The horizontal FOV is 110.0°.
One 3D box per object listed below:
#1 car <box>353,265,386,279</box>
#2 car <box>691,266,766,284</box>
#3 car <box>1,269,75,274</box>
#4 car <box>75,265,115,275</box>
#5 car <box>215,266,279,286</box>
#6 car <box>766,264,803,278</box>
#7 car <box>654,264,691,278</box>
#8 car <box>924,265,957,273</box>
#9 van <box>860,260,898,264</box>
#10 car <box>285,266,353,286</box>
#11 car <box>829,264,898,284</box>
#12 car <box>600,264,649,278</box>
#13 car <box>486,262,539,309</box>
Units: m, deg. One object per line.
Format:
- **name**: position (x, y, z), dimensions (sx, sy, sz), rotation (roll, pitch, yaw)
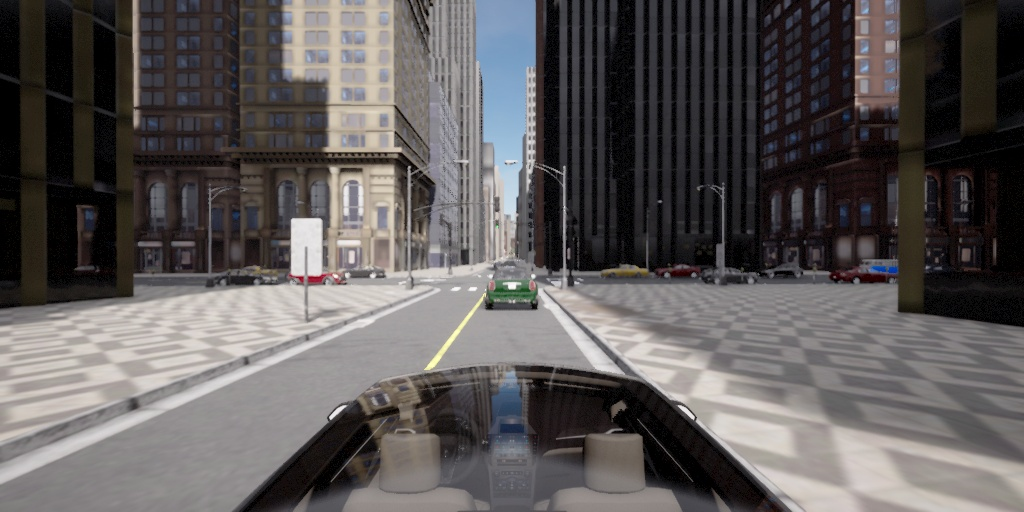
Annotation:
- **car**: position (-15.322, 1.618, 36.996), dimensions (4.403, 1.370, 2.007), rotation (0, 0, 0)
- **car**: position (17.165, 1.575, 28.572), dimensions (4.403, 1.370, 2.007), rotation (0, 0, 0)
- **car**: position (-38.000, 1.801, 28.400), dimensions (4.207, 1.307, 1.802), rotation (0, 0, 0)
- **car**: position (-43.664, 1.647, 36.907), dimensions (4.097, 1.591, 1.967), rotation (0, 0, 0)
- **car**: position (-20.995, 1.686, 28.453), dimensions (4.403, 1.370, 2.007), rotation (0, 0, 0)
- **car**: position (27.667, 1.524, 37.130), dimensions (4.313, 1.339, 1.948), rotation (0, 0, 0)
- **car**: position (17.067, 1.522, 37.097), dimensions (4.507, 1.381, 1.888), rotation (0, 0, 0)
- **car**: position (37.253, 1.503, 31.391), dimensions (4.674, 1.442, 1.812), rotation (0, 0, 0)
- **van**: position (38.268, 1.285, 37.164), dimensions (3.998, 1.789, 1.690), rotation (0, 0, 0)
- **car**: position (-15.326, 1.555, 28.471), dimensions (4.097, 1.591, 1.967), rotation (0, 0, 0)
- **car**: position (27.963, 1.550, 28.606), dimensions (4.507, 1.381, 1.888), rotation (0, 0, 0)
- **car**: position (11.597, 1.514, 37.080), dimensions (4.829, 1.417, 1.751), rotation (0, 0, 0)
- **car**: position (0.002, 1.234, 15.919), dimensions (2.097, 1.767, 4.553), rotation (0, -1, 0)
